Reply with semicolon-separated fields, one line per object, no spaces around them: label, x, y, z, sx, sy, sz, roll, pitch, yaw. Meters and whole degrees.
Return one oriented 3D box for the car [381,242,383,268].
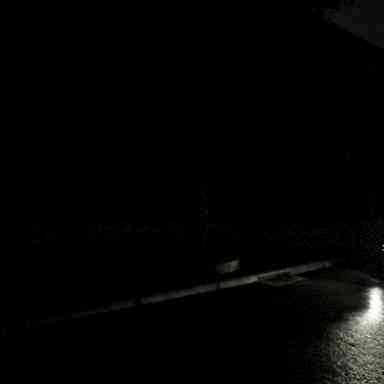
car;7.417;1.481;9.622;5.008;1.535;1.882;0;0;-34
